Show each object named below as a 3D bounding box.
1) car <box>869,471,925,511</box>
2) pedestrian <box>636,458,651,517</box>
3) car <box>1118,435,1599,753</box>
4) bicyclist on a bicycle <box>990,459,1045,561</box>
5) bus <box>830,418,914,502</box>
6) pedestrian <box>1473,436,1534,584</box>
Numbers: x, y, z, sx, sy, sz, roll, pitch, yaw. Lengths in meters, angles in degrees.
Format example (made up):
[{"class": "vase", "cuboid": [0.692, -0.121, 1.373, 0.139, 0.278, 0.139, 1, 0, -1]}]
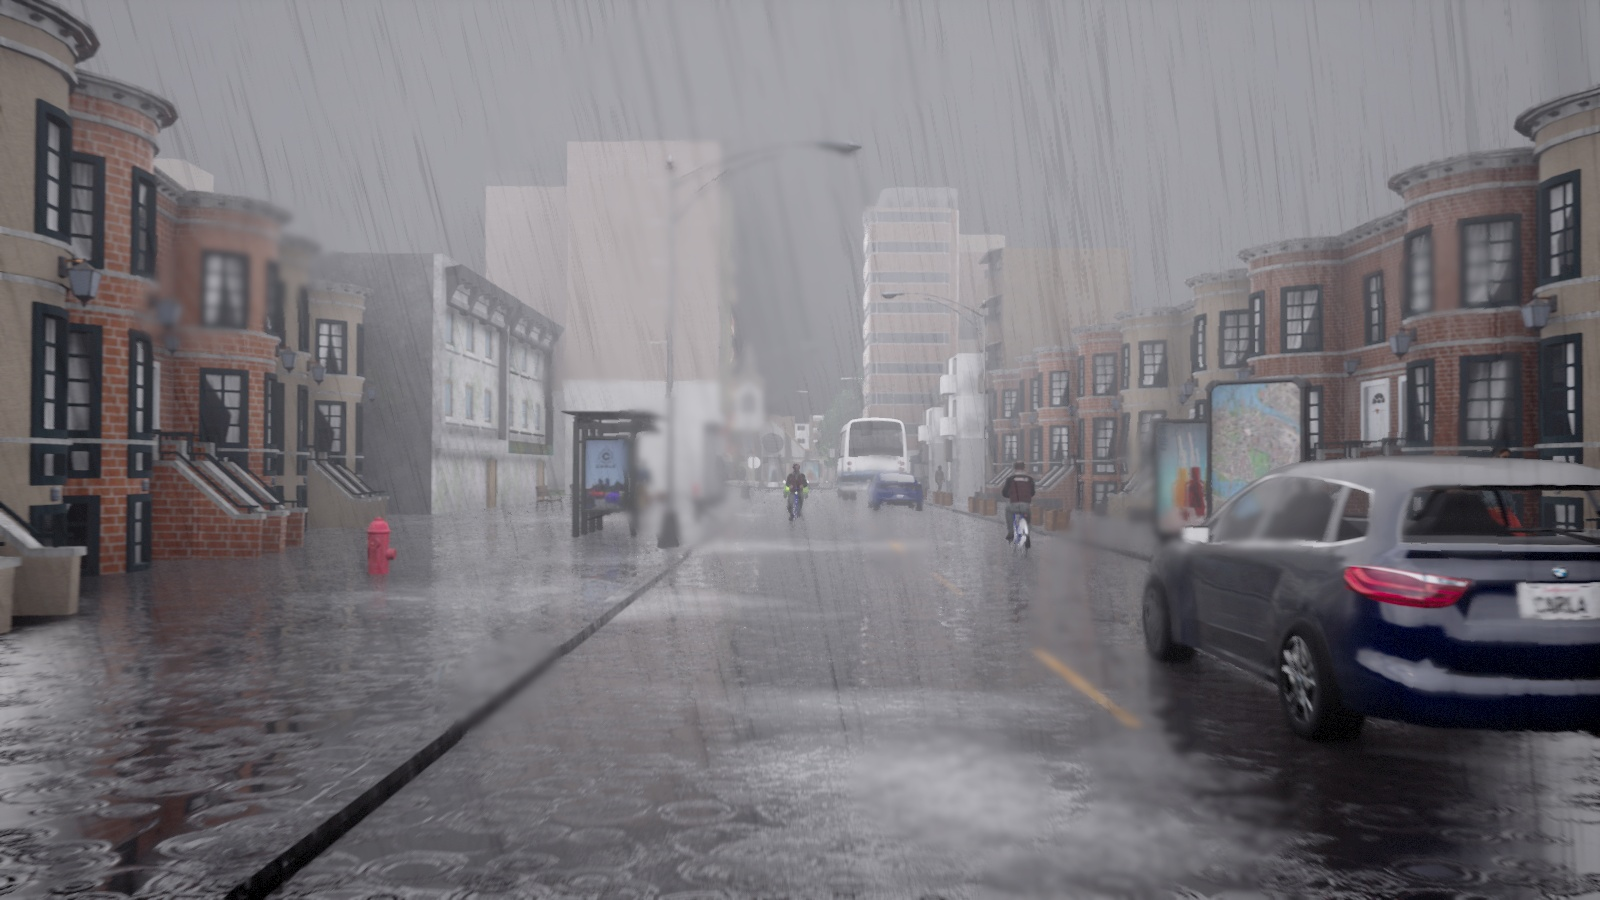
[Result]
[{"class": "car", "cuboid": [3.870, 1.628, 50.797, 1.882, 1.535, 5.008, 0, -1, 0]}, {"class": "pedestrian", "cuboid": [-5.182, 1.243, 41.650, 0.423, 1.949, 0.788, 0, -1, -2]}, {"class": "car", "cuboid": [3.977, 0.792, 8.914, 2.242, 1.667, 4.611, 0, -1, 0]}, {"class": "bicyclist on a bicycle", "cuboid": [3.940, 1.053, 22.863, 0.659, 1.776, 1.843, 0, -1, 0]}, {"class": "bus", "cuboid": [3.795, 0.575, 68.791, 3.944, 4.253, 10.273, 0, -1, 0]}, {"class": "pedestrian", "cuboid": [8.975, 0.757, 16.039, 0.353, 1.847, 0.614, 0, -1, -9]}]
